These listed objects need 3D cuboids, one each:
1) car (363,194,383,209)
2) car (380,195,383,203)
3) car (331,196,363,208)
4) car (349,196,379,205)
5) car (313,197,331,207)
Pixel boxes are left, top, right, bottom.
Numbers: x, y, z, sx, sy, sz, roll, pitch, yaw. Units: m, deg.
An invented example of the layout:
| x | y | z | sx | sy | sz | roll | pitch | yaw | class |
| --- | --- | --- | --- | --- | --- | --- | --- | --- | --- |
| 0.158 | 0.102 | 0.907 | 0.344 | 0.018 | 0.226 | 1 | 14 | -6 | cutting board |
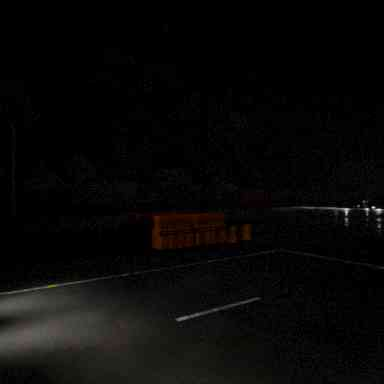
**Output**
| x | y | z | sx | sy | sz | roll | pitch | yaw | class |
| --- | --- | --- | --- | --- | --- | --- | --- | --- | --- |
| 24.586 | 1.330 | 43.048 | 4.892 | 1.490 | 1.837 | 0 | 0 | -35 | car |
| 36.003 | 1.239 | 59.683 | 4.902 | 1.511 | 2.128 | 0 | 0 | -36 | car |
| 21.518 | 1.336 | 45.158 | 4.892 | 1.490 | 1.837 | 0 | 0 | -35 | car |
| 28.006 | 1.333 | 54.056 | 5.357 | 1.411 | 2.033 | 0 | 0 | -35 | car |
| 19.572 | 1.432 | 48.069 | 4.718 | 1.301 | 1.895 | 0 | 0 | -35 | car |
